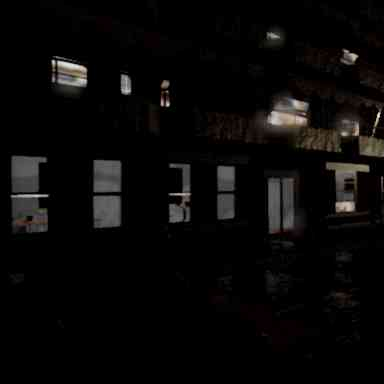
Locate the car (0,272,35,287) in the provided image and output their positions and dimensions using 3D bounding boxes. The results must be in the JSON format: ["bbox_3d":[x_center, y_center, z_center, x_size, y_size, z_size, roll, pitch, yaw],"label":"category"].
[{"bbox_3d":[-4.079,1.543,3.672,4.403,1.369,2.008,0,-1,-35],"label":"car"}]

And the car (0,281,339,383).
[{"bbox_3d":[-0.924,1.605,2.719,4.718,1.301,1.895,0,0,-35],"label":"car"}]
